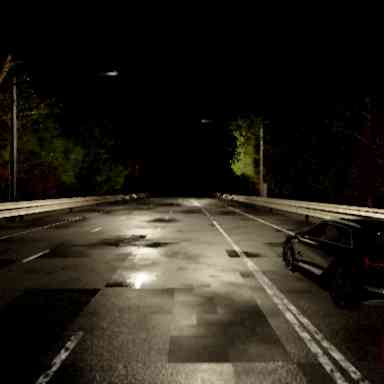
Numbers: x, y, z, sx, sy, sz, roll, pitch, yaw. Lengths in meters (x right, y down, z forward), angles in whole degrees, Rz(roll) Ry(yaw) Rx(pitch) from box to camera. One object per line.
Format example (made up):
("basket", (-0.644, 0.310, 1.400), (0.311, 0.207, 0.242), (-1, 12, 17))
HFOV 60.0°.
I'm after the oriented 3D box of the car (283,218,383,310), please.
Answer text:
("car", (3.651, 1.389, 7.700), (2.033, 1.649, 4.856), (0, 0, -2))
